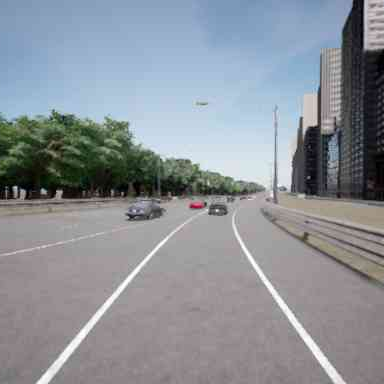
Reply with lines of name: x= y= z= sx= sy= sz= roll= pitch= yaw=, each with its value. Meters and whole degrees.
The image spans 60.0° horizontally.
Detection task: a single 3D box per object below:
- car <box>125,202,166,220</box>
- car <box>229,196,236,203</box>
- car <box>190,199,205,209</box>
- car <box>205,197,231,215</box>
car: x=-3.910 y=1.555 z=28.551 sx=2.033 sy=1.411 sz=5.357 roll=1 pitch=0 yaw=14
car: x=9.543 y=1.846 z=81.422 sx=1.837 sy=1.490 sz=4.892 roll=1 pitch=0 yaw=14
car: x=1.028 y=1.689 z=47.962 sx=1.994 sy=1.385 sz=4.181 roll=0 pitch=0 yaw=14
car: x=2.913 y=1.606 z=35.962 sx=1.837 sy=1.490 sz=4.892 roll=0 pitch=0 yaw=9
